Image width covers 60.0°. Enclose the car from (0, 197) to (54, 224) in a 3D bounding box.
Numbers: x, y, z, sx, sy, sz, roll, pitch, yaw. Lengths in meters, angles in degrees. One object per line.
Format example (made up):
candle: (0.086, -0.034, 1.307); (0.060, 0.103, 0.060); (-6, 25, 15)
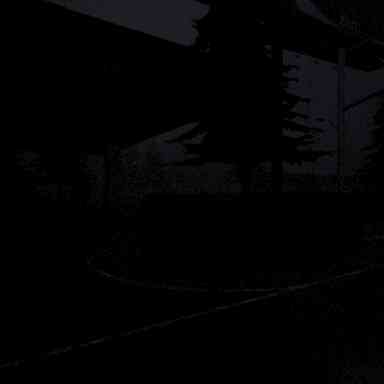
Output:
car: (-11.959, 1.313, 23.487); (3.866, 1.878, 1.905); (0, 0, -36)
